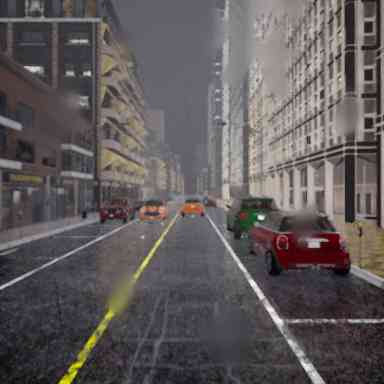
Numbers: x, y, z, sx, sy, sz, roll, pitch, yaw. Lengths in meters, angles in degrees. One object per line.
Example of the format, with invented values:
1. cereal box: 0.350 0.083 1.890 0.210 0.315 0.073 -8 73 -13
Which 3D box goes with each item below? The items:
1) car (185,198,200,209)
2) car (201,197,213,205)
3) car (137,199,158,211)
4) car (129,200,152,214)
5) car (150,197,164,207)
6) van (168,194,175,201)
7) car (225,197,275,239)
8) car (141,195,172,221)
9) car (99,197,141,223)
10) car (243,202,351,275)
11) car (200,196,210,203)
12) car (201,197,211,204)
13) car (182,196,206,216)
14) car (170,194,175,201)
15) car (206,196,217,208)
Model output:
1. car: 0.108 1.629 48.060 2.033 1.411 5.357 0 0 0
2. car: 2.711 1.674 59.880 1.947 1.339 4.313 0 0 0
3. car: -5.675 1.622 42.937 2.008 1.369 4.403 0 0 0
4. car: -5.677 1.627 37.289 1.947 1.339 4.313 0 0 0
5. car: -5.672 1.620 54.065 1.752 1.417 4.829 0 0 0
6. van: -5.659 1.533 93.776 1.690 1.788 3.998 0 0 0
7. car: 3.112 1.254 17.685 2.150 2.045 5.566 0 0 0
8. car: -3.087 1.396 27.781 2.097 1.767 4.553 0 0 0
9. car: -5.681 1.356 25.992 2.192 1.841 5.009 0 0 0
10. car: 3.116 1.368 10.625 2.097 1.767 4.553 0 0 0
11. car: 2.714 1.575 71.178 1.967 1.590 4.097 0 0 0
12. car: 2.712 1.703 65.530 1.802 1.307 4.206 0 0 0
13. car: 0.080 1.405 33.381 2.097 1.767 4.553 0 0 0
14. car: -5.661 1.743 88.126 1.947 1.339 4.313 0 0 0
15. car: 2.706 1.665 48.583 1.802 1.307 4.206 0 0 0
